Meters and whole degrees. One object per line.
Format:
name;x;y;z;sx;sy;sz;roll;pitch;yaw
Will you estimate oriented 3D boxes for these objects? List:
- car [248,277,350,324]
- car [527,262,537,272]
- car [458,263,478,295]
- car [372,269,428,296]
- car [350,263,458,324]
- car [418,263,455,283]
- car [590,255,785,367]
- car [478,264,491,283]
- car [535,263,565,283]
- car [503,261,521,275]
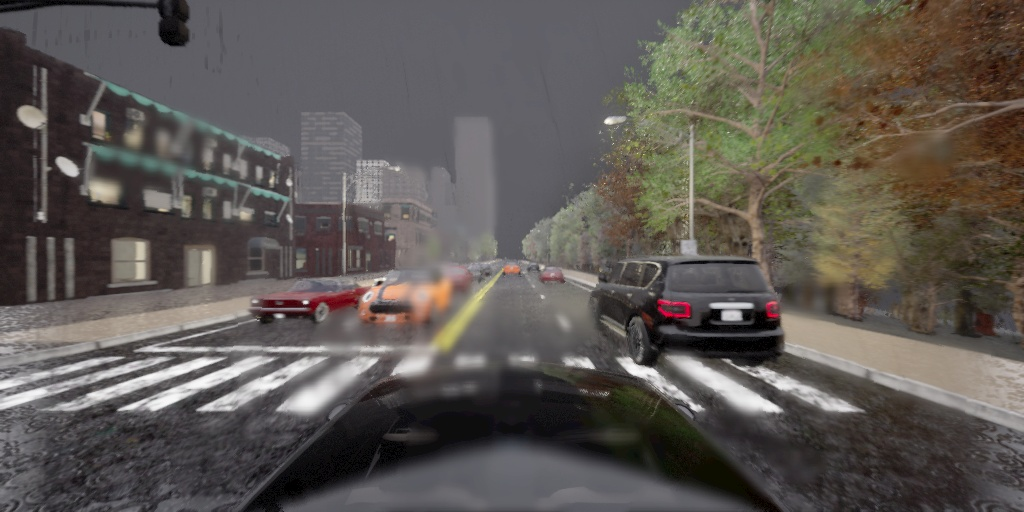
car;-6.613;1.424;12.426;1.895;1.301;4.718;0;0;1
car;3.303;1.642;55.372;1.812;1.442;4.674;0;0;0
car;-3.337;1.362;21.366;1.882;1.535;5.008;0;0;0
car;-6.583;1.487;21.593;1.895;1.301;4.718;0;0;0
car;-3.350;1.174;12.207;2.097;1.767;4.553;0;0;0
car;-6.525;1.446;31.554;2.128;1.511;4.902;0;0;0
car;3.345;1.016;8.138;2.150;2.045;5.566;0;0;0
car;-3.286;1.440;30.640;2.128;1.511;4.902;0;0;0
car;3.333;1.513;30.730;1.994;1.385;4.181;0;0;0
car;-0.026;1.389;43.501;2.097;1.767;4.553;0;0;0
